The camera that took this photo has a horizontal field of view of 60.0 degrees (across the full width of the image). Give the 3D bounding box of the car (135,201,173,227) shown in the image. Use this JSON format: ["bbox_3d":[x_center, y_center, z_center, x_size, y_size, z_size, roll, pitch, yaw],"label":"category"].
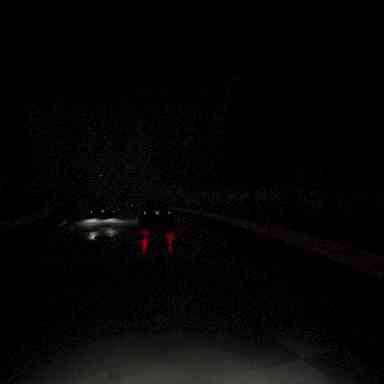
[{"bbox_3d":[-2.673,1.380,23.377,2.097,1.767,4.553,0,0,-12],"label":"car"}]

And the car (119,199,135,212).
[{"bbox_3d":[-7.792,1.603,40.764,2.033,1.411,5.357,0,0,-20],"label":"car"}]

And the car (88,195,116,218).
[{"bbox_3d":[-8.367,1.271,30.914,2.150,2.045,5.566,0,0,-17],"label":"car"}]
